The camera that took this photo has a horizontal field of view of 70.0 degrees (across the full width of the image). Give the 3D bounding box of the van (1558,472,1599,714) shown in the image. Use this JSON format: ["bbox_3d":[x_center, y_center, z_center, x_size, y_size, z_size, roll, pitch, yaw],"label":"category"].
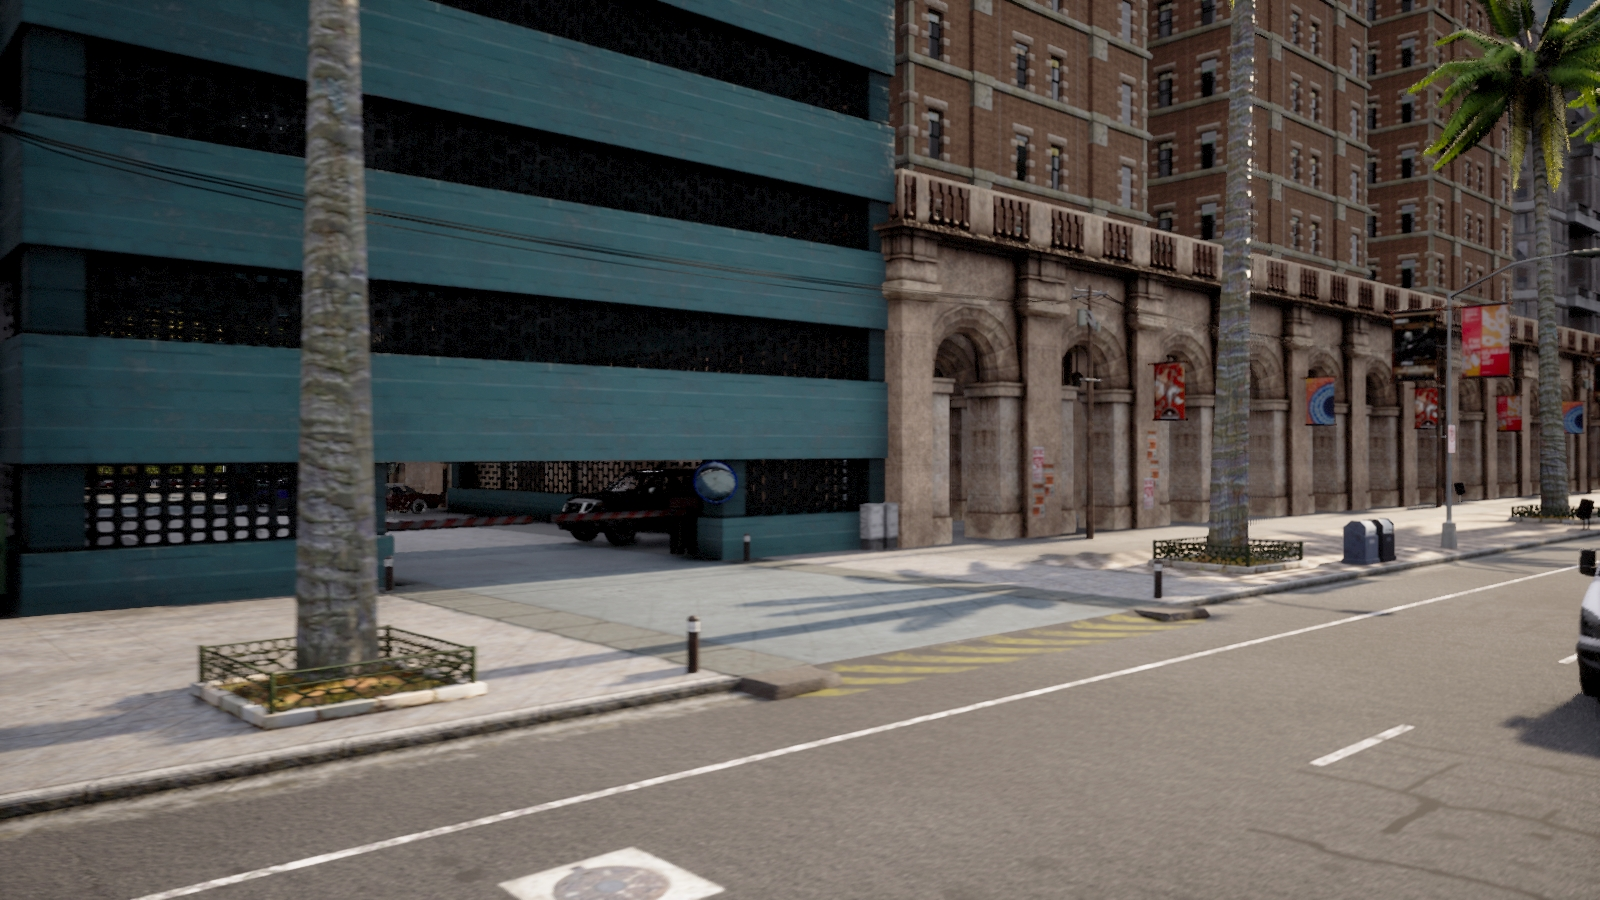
[{"bbox_3d":[11.138,1.536,13.693,5.915,2.561,1.988,0,0,-42],"label":"van"}]
